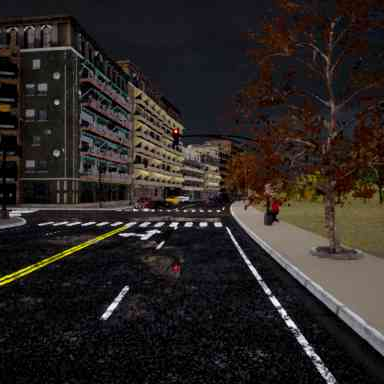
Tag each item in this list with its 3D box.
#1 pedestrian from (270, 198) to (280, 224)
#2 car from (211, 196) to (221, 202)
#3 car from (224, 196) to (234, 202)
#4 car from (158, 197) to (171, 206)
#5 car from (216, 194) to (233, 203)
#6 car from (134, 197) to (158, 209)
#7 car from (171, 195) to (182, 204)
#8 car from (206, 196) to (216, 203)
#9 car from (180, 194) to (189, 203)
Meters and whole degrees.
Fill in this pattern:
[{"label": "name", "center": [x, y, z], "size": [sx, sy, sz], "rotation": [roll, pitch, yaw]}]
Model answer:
[{"label": "pedestrian", "center": [5.353, 1.167, 21.489], "size": [0.375, 1.860, 0.375], "rotation": [0, 0, 3]}, {"label": "car", "center": [6.545, 1.816, 88.990], "size": [1.882, 1.535, 5.008], "rotation": [0, 0, 13]}, {"label": "car", "center": [9.814, 1.871, 88.711], "size": [2.128, 1.511, 4.902], "rotation": [0, 0, 13]}, {"label": "car", "center": [-5.615, 1.782, 58.256], "size": [1.895, 1.301, 4.718], "rotation": [0, 0, 8]}, {"label": "car", "center": [7.661, 1.534, 78.300], "size": [2.150, 2.045, 5.566], "rotation": [0, 0, 11]}, {"label": "car", "center": [-6.895, 1.478, 48.257], "size": [2.097, 1.767, 4.553], "rotation": [0, 0, 7]}, {"label": "car", "center": [-4.010, 1.717, 68.431], "size": [1.882, 1.535, 5.008], "rotation": [0, 0, 9]}, {"label": "car", "center": [4.455, 1.835, 78.842], "size": [2.128, 1.511, 4.902], "rotation": [0, 0, 11]}, {"label": "car", "center": [-2.159, 1.528, 78.840], "size": [2.150, 2.045, 5.566], "rotation": [0, 0, 10]}]
